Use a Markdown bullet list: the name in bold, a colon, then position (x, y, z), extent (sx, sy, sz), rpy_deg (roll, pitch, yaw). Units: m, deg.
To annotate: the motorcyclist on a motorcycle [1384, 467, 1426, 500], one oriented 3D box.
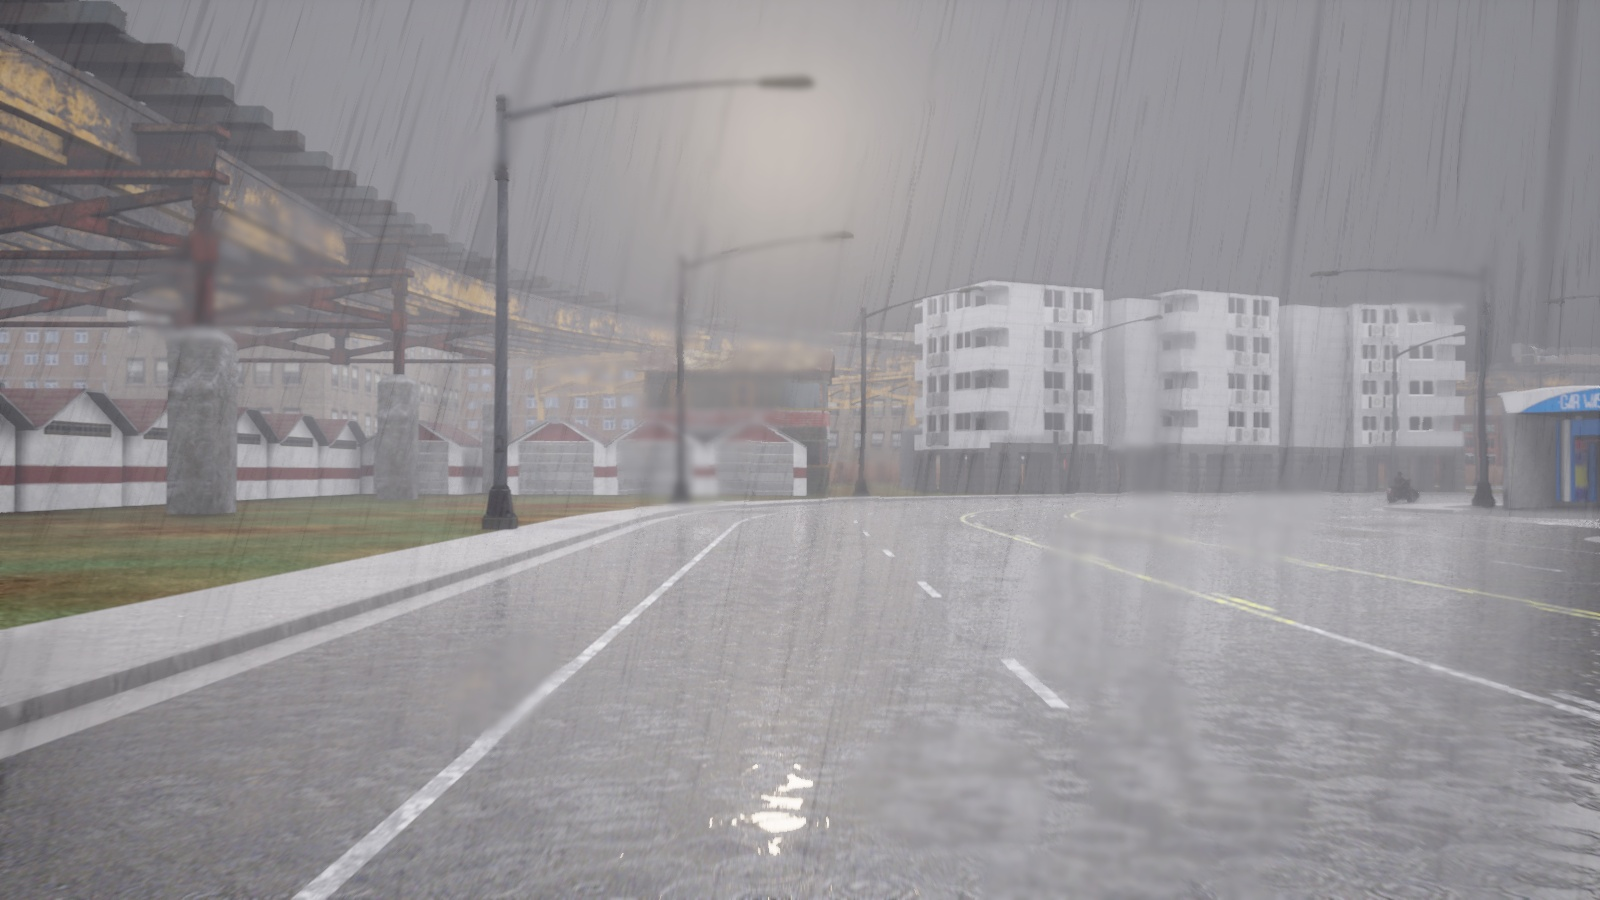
- **motorcyclist on a motorcycle**: position (30.828, 1.713, 64.011), extent (2.350, 1.649, 0.766), rpy_deg (1, -1, -31)
